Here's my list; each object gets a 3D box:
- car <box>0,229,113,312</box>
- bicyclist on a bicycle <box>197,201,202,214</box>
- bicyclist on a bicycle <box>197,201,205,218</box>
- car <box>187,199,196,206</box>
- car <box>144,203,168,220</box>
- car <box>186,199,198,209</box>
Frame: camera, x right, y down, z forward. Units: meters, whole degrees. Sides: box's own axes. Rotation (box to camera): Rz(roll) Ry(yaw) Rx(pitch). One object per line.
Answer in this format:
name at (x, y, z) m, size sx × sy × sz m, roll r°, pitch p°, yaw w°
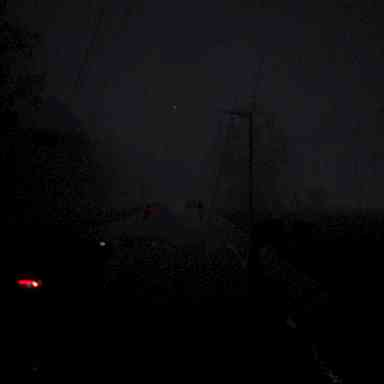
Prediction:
car at (-3.411, 1.634, 8.150) m, size 2.033 × 1.411 × 5.357 m, roll 0°, pitch -1°, yaw 0°
bicyclist on a bicycle at (0.924, 1.875, 40.457) m, size 0.582 × 1.620 × 1.656 m, roll 0°, pitch -1°, yaw 0°
bicyclist on a bicycle at (0.934, 1.701, 31.664) m, size 0.659 × 1.776 × 1.843 m, roll 0°, pitch 0°, yaw 0°
car at (-0.074, 2.277, 74.194) m, size 1.837 × 1.490 × 4.892 m, roll 0°, pitch -1°, yaw 0°
car at (-3.434, 1.827, 32.174) m, size 2.128 × 1.511 × 4.902 m, roll 0°, pitch -1°, yaw 0°
car at (0.023, 1.964, 58.487) m, size 2.097 × 1.767 × 4.553 m, roll 0°, pitch -1°, yaw 0°
